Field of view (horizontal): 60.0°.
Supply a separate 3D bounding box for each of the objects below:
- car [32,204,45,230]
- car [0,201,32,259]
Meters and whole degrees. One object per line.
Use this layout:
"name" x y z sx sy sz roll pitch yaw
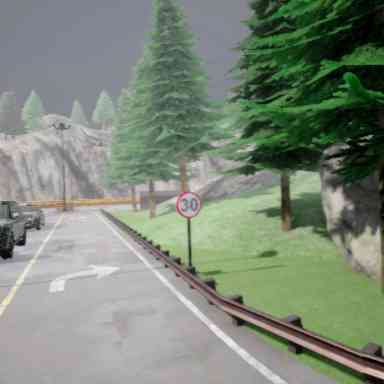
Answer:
"car" -11.372 1.625 22.802 2.097 1.767 4.553 -2 0 -19
"car" -8.130 1.430 13.393 2.150 2.045 5.566 -2 0 -19
